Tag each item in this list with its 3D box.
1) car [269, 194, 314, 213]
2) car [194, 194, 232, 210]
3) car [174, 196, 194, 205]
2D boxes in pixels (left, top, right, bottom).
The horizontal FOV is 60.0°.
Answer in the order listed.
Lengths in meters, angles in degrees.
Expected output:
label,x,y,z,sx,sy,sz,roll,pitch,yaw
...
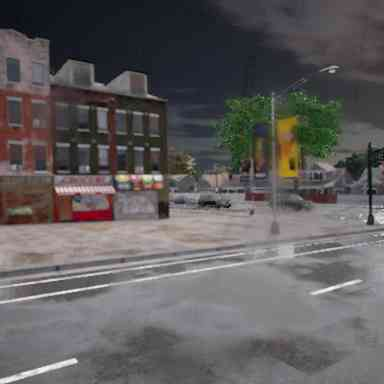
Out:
label,x,y,z,sx,sy,sz,roll,pitch,yaw
car,11.800,1.279,39.781,2.150,2.045,5.566,-2,2,-35
car,3.091,1.351,46.455,2.150,2.045,5.566,-2,2,-35
car,-1.308,1.498,58.427,2.128,1.511,4.902,-2,1,-35
